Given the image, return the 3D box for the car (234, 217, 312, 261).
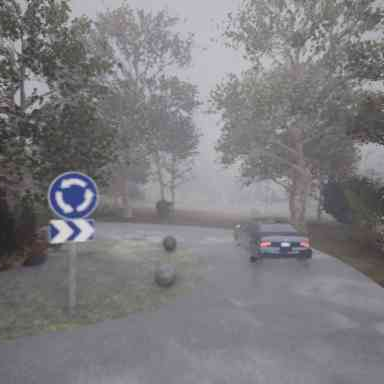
[{"bbox_3d":[2.856,1.654,12.769,2.033,1.411,5.357,1,0,-1],"label":"car"}]
